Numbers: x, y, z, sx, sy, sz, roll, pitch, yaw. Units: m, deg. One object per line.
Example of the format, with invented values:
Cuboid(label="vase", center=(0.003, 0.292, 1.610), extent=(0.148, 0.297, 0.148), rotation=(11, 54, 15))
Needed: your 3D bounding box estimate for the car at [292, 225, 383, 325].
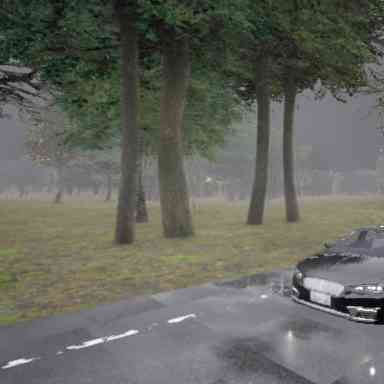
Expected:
Cuboid(label="car", center=(4.119, 1.484, 6.928), extent=(4.902, 1.511, 2.128), rotation=(0, 0, -35))
